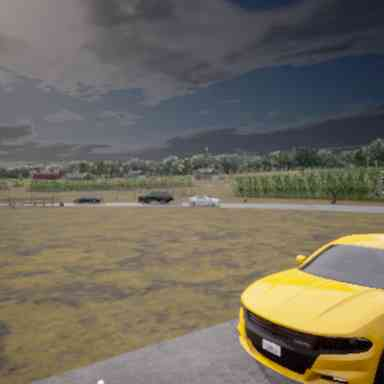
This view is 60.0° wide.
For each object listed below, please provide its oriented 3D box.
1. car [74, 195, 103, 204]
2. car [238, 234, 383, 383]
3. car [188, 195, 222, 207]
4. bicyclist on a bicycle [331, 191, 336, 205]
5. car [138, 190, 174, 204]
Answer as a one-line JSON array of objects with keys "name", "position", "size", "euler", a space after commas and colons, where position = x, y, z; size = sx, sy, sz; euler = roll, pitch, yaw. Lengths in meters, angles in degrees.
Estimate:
[{"name": "car", "position": [-16.655, 1.181, 53.490], "size": [4.674, 1.442, 1.812], "euler": [0, 2, 7]}, {"name": "car", "position": [2.915, 1.441, 5.153], "size": [5.008, 1.535, 1.882], "euler": [0, 0, -36]}, {"name": "car", "position": [1.662, 1.145, 44.628], "size": [4.674, 1.442, 1.812], "euler": [0, 2, 27]}, {"name": "bicyclist on a bicycle", "position": [17.391, 0.756, 40.828], "size": [0.582, 1.620, 1.656], "euler": [0, 2, 43]}, {"name": "car", "position": [-5.539, 0.791, 50.903], "size": [5.566, 2.045, 2.150], "euler": [0, 2, 19]}]
